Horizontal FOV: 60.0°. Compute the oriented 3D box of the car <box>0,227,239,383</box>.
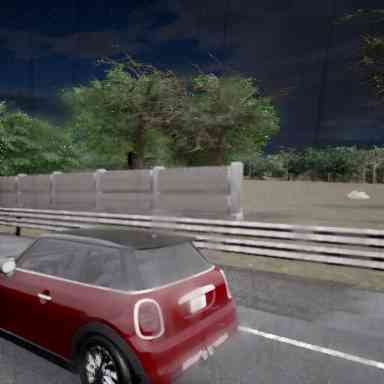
[{"bbox_3d":[-1.659,1.335,5.165,4.553,1.767,2.097,0,0,35],"label":"car"}]
